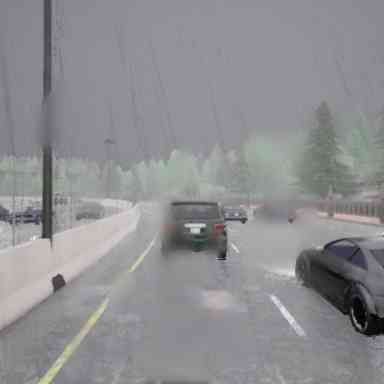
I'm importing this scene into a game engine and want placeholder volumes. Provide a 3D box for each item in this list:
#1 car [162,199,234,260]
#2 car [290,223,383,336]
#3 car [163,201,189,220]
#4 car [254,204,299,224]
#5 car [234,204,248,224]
[{"bbox_3d":[0.049,1.256,12.747,2.150,2.045,5.566,0,0,-1],"label":"car"},{"bbox_3d":[3.580,1.582,6.693,1.994,1.385,4.181,0,0,0],"label":"car"},{"bbox_3d":[-1.509,1.580,30.281,1.837,1.490,4.892,0,0,-9],"label":"car"},{"bbox_3d":[6.281,1.611,25.367,2.033,1.411,5.357,0,0,-6],"label":"car"},{"bbox_3d":[2.762,1.611,25.328,2.033,1.411,5.357,0,0,-6],"label":"car"}]
